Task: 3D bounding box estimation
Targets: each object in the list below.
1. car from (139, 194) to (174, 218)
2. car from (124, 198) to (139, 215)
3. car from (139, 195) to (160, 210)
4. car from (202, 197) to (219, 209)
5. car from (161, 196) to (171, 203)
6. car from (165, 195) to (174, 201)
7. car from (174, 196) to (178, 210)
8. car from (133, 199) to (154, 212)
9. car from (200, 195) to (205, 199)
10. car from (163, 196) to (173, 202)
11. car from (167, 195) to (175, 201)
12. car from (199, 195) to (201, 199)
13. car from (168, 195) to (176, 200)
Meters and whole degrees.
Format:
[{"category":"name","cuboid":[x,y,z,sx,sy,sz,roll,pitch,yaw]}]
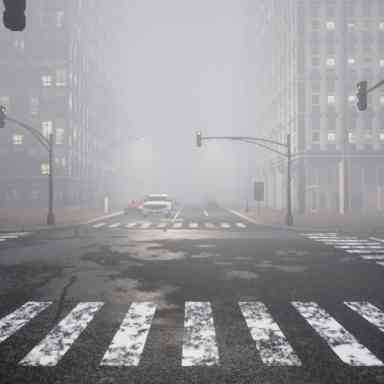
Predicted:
[{"category":"car","cuboid":[-3.083,1.233,30.352,2.150,2.045,5.566,0,0,0]},{"category":"car","cuboid":[-5.658,1.453,33.788,1.967,1.590,4.097,1,0,0]},{"category":"car","cuboid":[-5.651,1.332,44.939,2.192,1.841,5.009,1,0,0]},{"category":"car","cuboid":[2.724,1.599,44.997,1.802,1.307,4.206,1,0,0]},{"category":"car","cuboid":[-5.643,1.573,72.814,1.887,1.381,4.507,1,0,0]},{"category":"car","cuboid":[-5.638,1.578,83.965,1.887,1.381,4.507,1,0,0]},{"category":"car","cuboid":[-3.079,1.541,40.669,1.812,1.442,4.674,0,0,0]},{"category":"car","cuboid":[-5.659,1.597,39.364,1.802,1.307,4.206,1,0,0]},{"category":"car","cuboid":[2.731,1.547,56.323,1.752,1.417,4.829,1,0,0]},{"category":"car","cuboid":[-5.640,1.582,78.390,2.008,1.369,4.403,1,0,0]},{"category":"car","cuboid":[-5.635,1.587,89.540,2.008,1.369,4.403,1,0,0]},{"category":"car","cuboid":[2.732,1.590,61.730,1.947,1.339,4.313,1,0,0]},{"category":"car","cuboid":[-5.633,1.605,95.115,1.947,1.339,4.313,1,0,0]}]
